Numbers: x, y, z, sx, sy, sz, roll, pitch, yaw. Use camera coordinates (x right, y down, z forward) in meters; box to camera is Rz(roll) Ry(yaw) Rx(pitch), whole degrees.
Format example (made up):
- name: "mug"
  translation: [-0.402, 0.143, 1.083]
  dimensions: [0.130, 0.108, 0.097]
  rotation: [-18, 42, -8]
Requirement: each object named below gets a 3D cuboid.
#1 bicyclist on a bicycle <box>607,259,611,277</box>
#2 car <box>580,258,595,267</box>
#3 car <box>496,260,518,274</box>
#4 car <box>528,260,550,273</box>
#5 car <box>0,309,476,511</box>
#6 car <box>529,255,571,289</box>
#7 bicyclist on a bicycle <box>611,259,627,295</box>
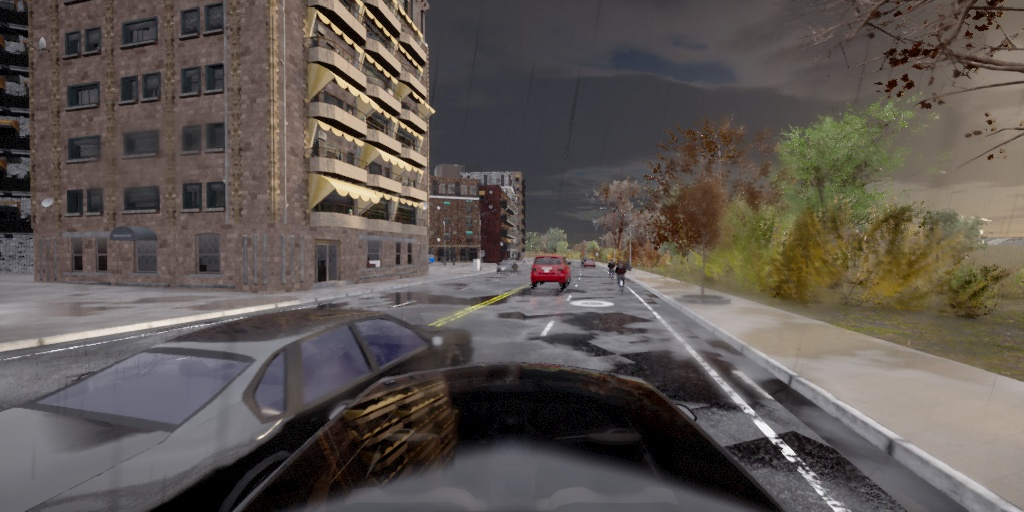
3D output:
- name: "bicyclist on a bicycle"
  translation: [7.685, 1.112, 27.737]
  dimensions: [0.659, 1.776, 1.843]
  rotation: [0, 0, 12]
- name: "car"
  translation: [13.585, 1.283, 63.226]
  dimensions: [1.994, 1.385, 4.181]
  rotation: [0, 0, 9]
- name: "car"
  translation: [-0.493, 1.235, 41.163]
  dimensions: [2.128, 1.511, 4.902]
  rotation: [0, 0, 11]
- name: "car"
  translation: [3.352, 1.287, 43.858]
  dimensions: [2.033, 1.411, 5.357]
  rotation: [0, 0, 11]
- name: "car"
  translation: [-2.098, 1.297, 3.812]
  dimensions: [2.033, 1.411, 5.357]
  rotation: [0, 0, 14]
- name: "car"
  translation: [2.625, 0.966, 23.548]
  dimensions: [2.150, 2.045, 5.566]
  rotation: [0, 0, 13]
- name: "bicyclist on a bicycle"
  translation: [5.709, 1.115, 18.879]
  dimensions: [0.659, 1.776, 1.843]
  rotation: [0, 0, 13]
